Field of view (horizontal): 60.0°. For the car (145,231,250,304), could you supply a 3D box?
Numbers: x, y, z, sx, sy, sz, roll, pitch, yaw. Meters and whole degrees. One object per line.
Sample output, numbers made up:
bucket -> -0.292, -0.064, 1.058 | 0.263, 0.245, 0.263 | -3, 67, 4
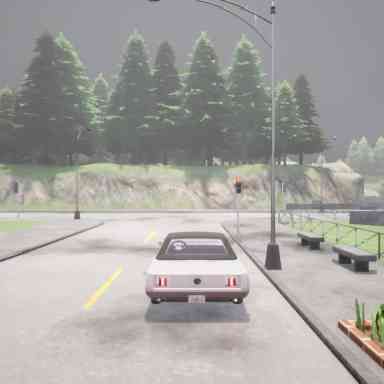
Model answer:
car -> 0.095, 1.601, 8.086 | 1.895, 1.301, 4.718 | 0, 0, 0
